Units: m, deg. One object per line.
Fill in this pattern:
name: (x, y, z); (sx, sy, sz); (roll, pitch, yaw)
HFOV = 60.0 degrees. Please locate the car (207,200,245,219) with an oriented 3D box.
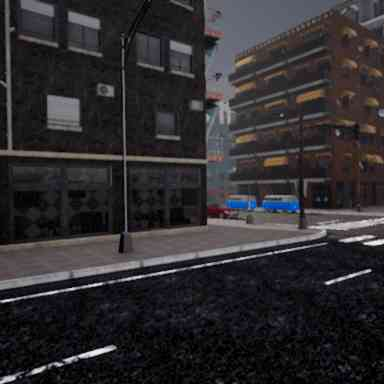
car: (2.235, 1.617, 28.994); (1.802, 1.307, 4.206); (-2, 1, -36)

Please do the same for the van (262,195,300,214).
van: (8.966, 1.230, 33.915); (1.690, 1.788, 3.998); (-2, 1, -36)

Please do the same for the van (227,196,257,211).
van: (5.647, 1.305, 38.428); (1.690, 1.788, 3.998); (-2, 1, -36)
